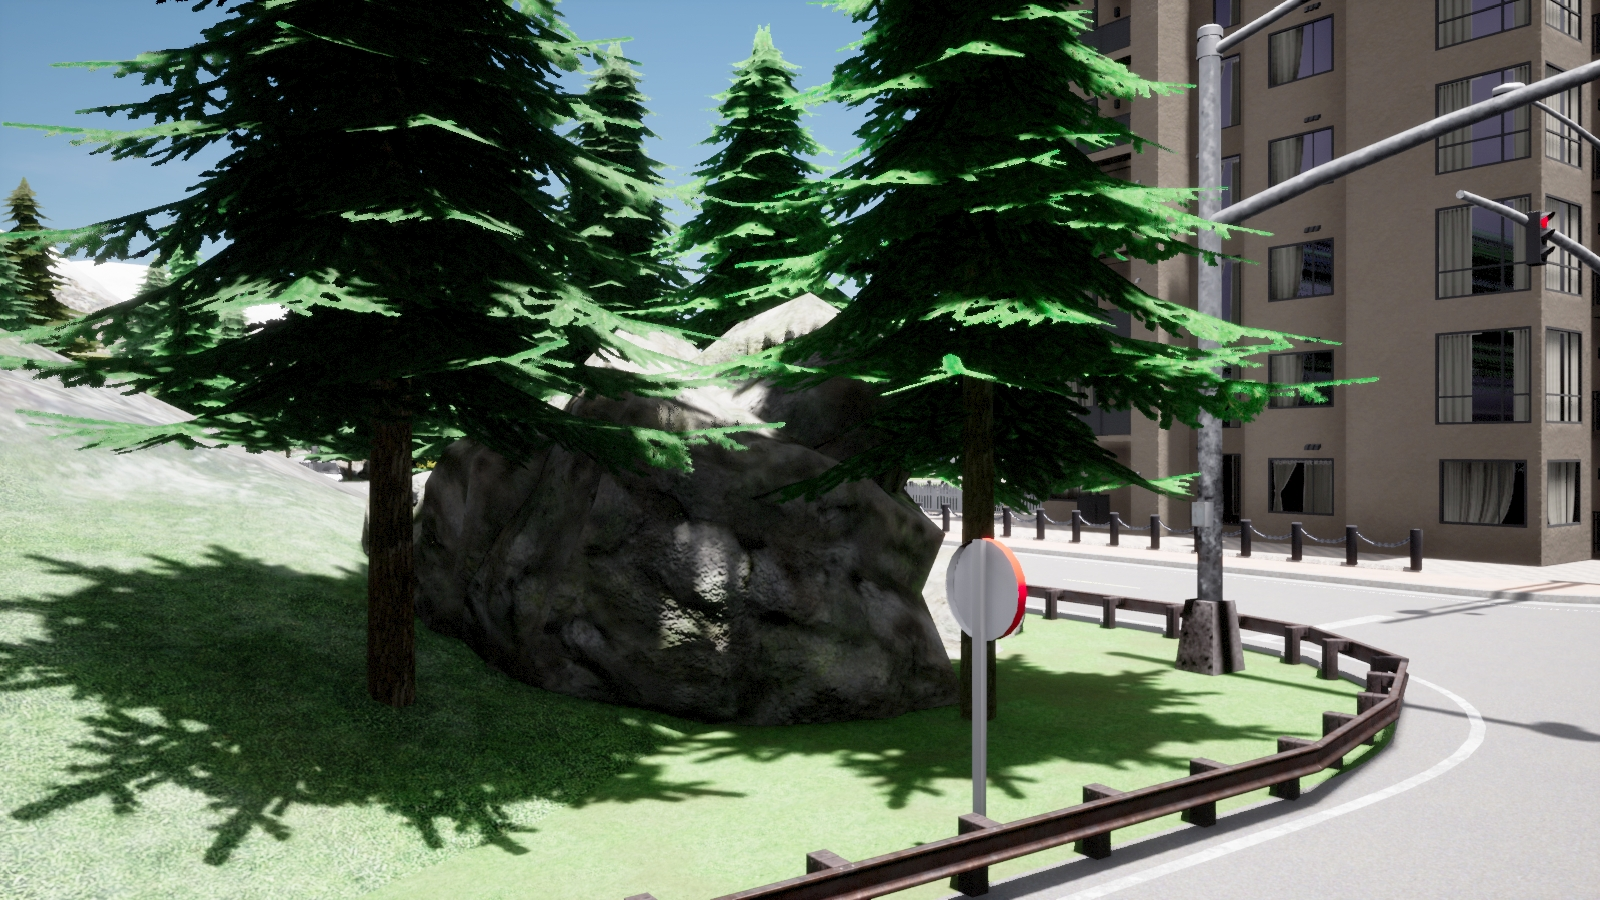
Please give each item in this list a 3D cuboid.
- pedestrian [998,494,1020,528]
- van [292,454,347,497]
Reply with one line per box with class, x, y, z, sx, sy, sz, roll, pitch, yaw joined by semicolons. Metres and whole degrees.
pedestrian;7.009;2.040;38.339;0.500;1.100;0.500;0;0;-32
van;-29.670;1.520;70.378;1.988;2.561;5.915;0;0;-34
